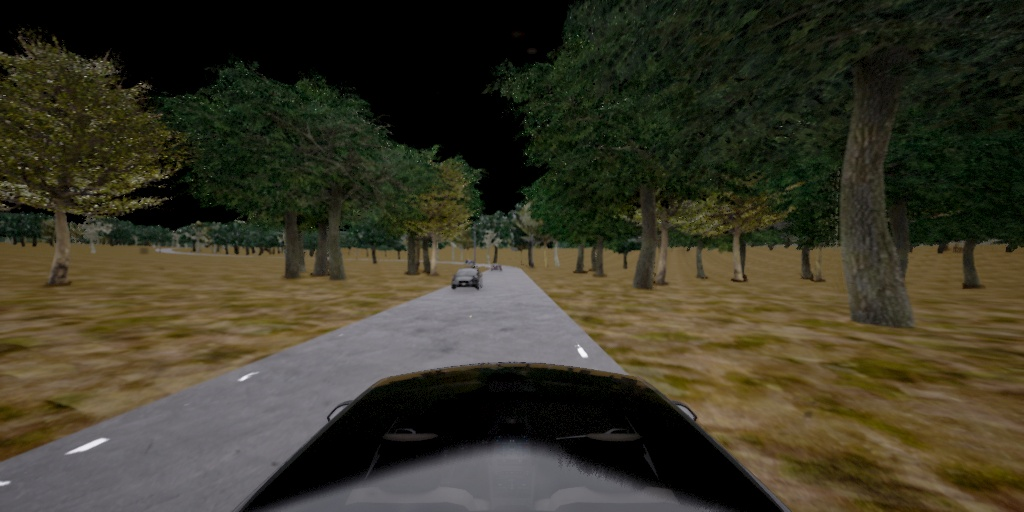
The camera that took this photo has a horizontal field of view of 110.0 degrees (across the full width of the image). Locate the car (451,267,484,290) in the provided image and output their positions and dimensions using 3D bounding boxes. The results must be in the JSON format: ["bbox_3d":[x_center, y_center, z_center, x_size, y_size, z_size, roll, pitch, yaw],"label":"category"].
[{"bbox_3d":[-3.067,1.563,25.262,1.837,1.490,4.892,0,-1,0],"label":"car"}]
